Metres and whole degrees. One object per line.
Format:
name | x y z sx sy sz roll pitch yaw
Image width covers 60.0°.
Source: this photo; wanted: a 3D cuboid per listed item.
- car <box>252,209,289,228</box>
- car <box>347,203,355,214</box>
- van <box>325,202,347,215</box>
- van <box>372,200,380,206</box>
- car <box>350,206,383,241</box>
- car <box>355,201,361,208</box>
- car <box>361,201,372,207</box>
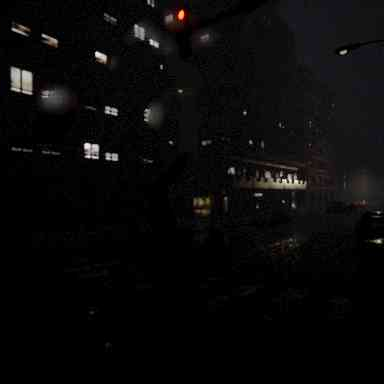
car | 6.495 2.063 27.225 1.752 1.417 4.829 -2 -2 35
car | 22.887 2.427 50.439 1.967 1.590 4.097 -2 -2 35
van | 19.626 2.239 45.827 1.690 1.788 3.998 -2 -2 35
van | 45.664 2.955 82.768 1.690 1.788 3.998 -2 -2 35
car | 10.125 1.764 17.961 1.967 1.590 4.097 -2 -2 35
car | 26.148 2.621 55.050 1.887 1.381 4.507 -2 -2 35
car | 32.663 2.570 64.286 2.192 1.841 5.009 -2 -2 35
